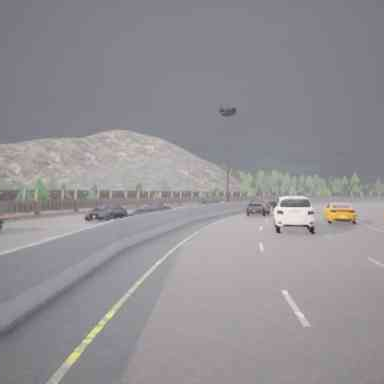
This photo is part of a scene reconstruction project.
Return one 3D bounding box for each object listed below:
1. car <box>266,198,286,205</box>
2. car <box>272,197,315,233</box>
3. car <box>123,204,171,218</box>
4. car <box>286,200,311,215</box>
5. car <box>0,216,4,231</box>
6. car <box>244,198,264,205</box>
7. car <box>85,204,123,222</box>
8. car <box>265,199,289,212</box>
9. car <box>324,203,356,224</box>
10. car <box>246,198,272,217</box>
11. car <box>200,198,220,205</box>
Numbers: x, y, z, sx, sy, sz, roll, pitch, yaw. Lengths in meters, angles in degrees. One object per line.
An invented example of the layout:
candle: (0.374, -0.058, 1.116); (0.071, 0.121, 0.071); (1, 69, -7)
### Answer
car: (16.128, 1.832, 63.531); (1.895, 1.301, 4.718); (0, 0, 39)
car: (6.228, 1.297, 20.562); (2.150, 2.045, 5.566); (0, 0, 13)
car: (-3.170, 1.645, 26.869); (2.033, 1.411, 5.357); (0, 0, 16)
car: (11.730, 1.624, 36.344); (2.128, 1.511, 4.902); (0, 0, 24)
car: (-12.303, 1.627, 17.887); (1.994, 1.385, 4.181); (0, 0, 11)
car: (11.948, 1.795, 63.839); (1.994, 1.385, 4.181); (0, 0, 38)
car: (-6.761, 1.660, 26.670); (1.994, 1.385, 4.181); (0, 0, 16)
car: (11.007, 1.662, 42.961); (1.837, 1.490, 4.892); (0, 0, 28)
car: (11.436, 1.573, 25.903); (1.882, 1.535, 5.008); (0, 0, 17)
car: (6.705, 1.614, 33.433); (2.128, 1.511, 4.902); (0, 0, 21)
car: (3.090, 1.772, 57.399); (1.994, 1.385, 4.181); (0, 0, 34)
